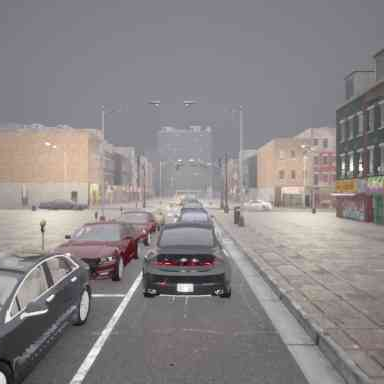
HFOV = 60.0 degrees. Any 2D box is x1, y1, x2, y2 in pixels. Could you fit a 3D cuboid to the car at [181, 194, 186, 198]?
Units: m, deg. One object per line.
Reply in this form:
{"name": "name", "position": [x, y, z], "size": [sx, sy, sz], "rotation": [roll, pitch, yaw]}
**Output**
{"name": "car", "position": [-2.568, 1.421, 58.260], "size": [2.192, 1.841, 5.009], "rotation": [0, 0, 0]}

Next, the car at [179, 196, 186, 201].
{"name": "car", "position": [-2.533, 1.772, 90.924], "size": [1.887, 1.381, 4.507], "rotation": [0, 0, 0]}

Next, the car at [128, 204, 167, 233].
{"name": "car", "position": [-2.610, 1.543, 20.689], "size": [1.752, 1.417, 4.829], "rotation": [0, 0, 0]}

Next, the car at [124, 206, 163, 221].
{"name": "car", "position": [-2.616, 1.556, 15.365], "size": [1.887, 1.381, 4.507], "rotation": [0, 0, 0]}

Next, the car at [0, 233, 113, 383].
{"name": "car", "position": [-2.628, 1.553, 4.377], "size": [2.008, 1.369, 4.403], "rotation": [0, 0, 0]}

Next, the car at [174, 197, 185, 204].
{"name": "car", "position": [-2.558, 1.693, 69.148], "size": [2.008, 1.369, 4.403], "rotation": [0, 0, 0]}

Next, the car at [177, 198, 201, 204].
{"name": "car", "position": [0.052, 1.505, 26.236], "size": [1.882, 1.535, 5.008], "rotation": [0, 0, 0]}

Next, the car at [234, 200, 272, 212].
{"name": "car", "position": [7.524, 1.679, 41.175], "size": [4.674, 1.442, 1.812], "rotation": [1, 0, 2]}

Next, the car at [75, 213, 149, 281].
{"name": "car", "position": [-2.622, 1.550, 9.870], "size": [1.887, 1.381, 4.507], "rotation": [0, 0, 0]}

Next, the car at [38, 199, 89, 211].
{"name": "car", "position": [-14.610, 1.494, 37.993], "size": [5.357, 1.411, 2.033], "rotation": [0, 0, 2]}

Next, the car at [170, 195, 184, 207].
{"name": "car", "position": [-2.575, 1.615, 52.647], "size": [1.752, 1.417, 4.829], "rotation": [0, 0, 0]}

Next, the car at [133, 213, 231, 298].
{"name": "car", "position": [-0.068, 1.509, 8.524], "size": [1.837, 1.490, 4.892], "rotation": [0, 0, 1]}

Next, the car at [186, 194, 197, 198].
{"name": "car", "position": [0.121, 1.612, 58.757], "size": [1.837, 1.490, 4.892], "rotation": [0, 0, 1]}

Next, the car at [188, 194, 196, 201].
{"name": "car", "position": [0.105, 1.464, 93.755], "size": [2.150, 2.045, 5.566], "rotation": [0, 0, 0]}

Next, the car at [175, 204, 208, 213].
{"name": "car", "position": [0.111, 1.537, 15.967], "size": [1.812, 1.442, 4.674], "rotation": [0, 0, 0]}
